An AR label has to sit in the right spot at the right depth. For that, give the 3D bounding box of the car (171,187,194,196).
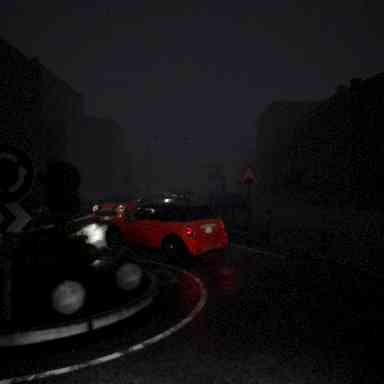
[{"bbox_3d":[-1.119,0.477,41.541,2.033,1.411,5.357,0,2,1],"label":"car"}]

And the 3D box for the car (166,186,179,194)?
[{"bbox_3d":[-3.718,-0.335,63.301,2.033,1.411,5.357,0,1,1],"label":"car"}]

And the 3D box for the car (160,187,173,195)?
[{"bbox_3d":[-4.142,0.221,47.287,1.812,1.442,4.674,0,2,2],"label":"car"}]

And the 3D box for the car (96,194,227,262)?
[{"bbox_3d":[-1.059,1.142,11.554,4.553,1.767,2.097,1,2,43],"label":"car"}]

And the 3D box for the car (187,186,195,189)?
[{"bbox_3d":[-0.592,-0.356,66.092,1.837,1.490,4.892,0,2,2],"label":"car"}]

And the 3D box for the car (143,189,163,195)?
[{"bbox_3d":[-4.467,0.711,34.669,1.812,1.442,4.674,0,2,1],"label":"car"}]

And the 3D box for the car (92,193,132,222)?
[{"bbox_3d":[-4.909,0.922,21.817,2.097,1.767,4.553,0,1,3],"label":"car"}]
